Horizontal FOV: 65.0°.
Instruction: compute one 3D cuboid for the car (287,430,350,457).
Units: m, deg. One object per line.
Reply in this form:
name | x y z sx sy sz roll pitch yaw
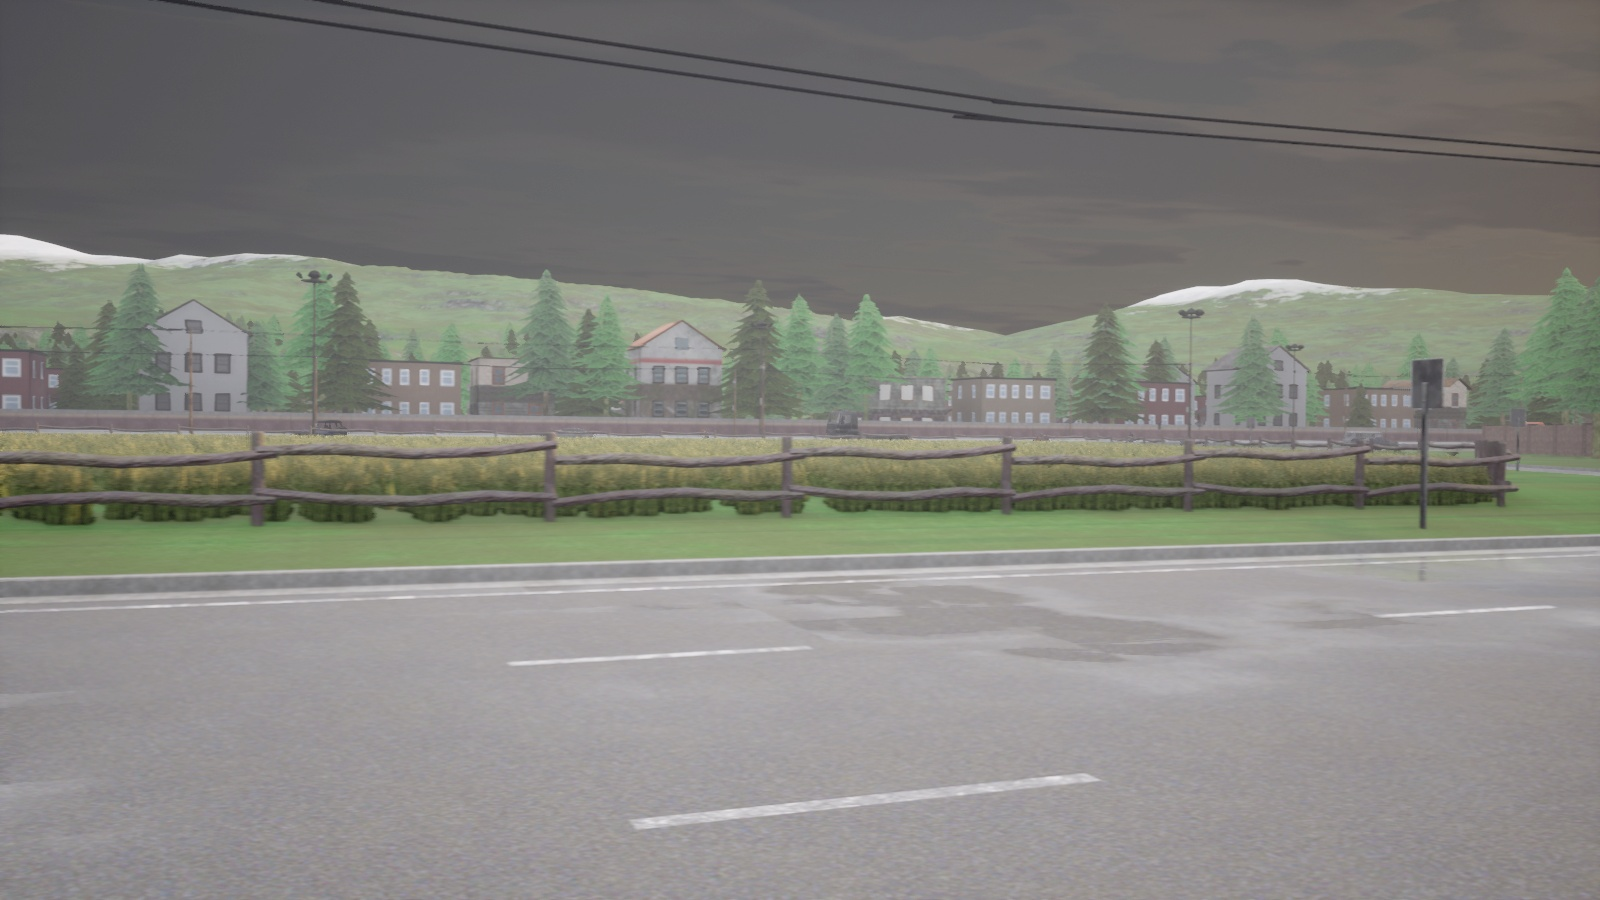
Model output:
car | -34.579 -0.499 90.124 3.866 1.878 1.905 -1 1 -33
